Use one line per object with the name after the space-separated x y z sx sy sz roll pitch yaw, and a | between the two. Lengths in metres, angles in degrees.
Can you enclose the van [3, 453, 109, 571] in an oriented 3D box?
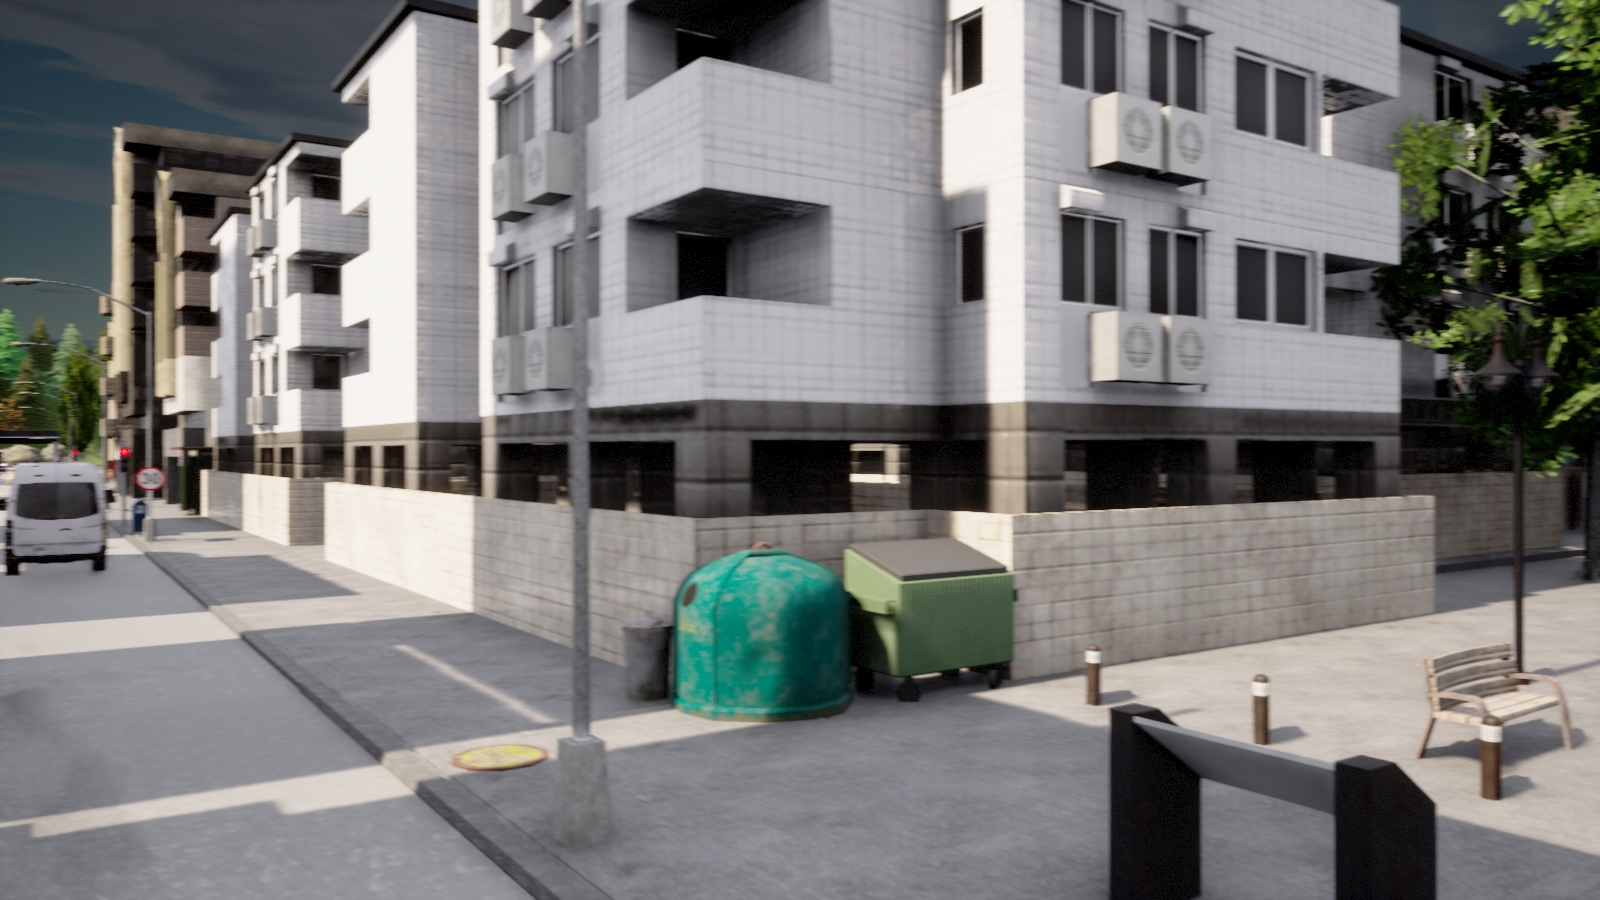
-18.229 1.358 27.950 1.988 2.561 5.915 0 0 -34 | van
